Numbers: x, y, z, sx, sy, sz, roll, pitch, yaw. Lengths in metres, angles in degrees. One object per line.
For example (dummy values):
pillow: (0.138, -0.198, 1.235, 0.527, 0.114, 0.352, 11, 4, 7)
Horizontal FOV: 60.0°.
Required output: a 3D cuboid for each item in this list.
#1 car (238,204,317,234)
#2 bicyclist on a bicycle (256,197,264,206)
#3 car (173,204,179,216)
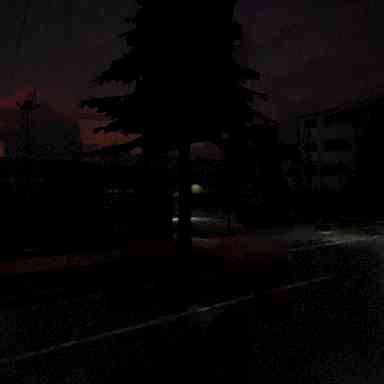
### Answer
car: (4.970, 1.499, 19.921, 1.882, 1.535, 5.008, 0, 0, -37)
bicyclist on a bicycle: (6.697, 1.321, 32.935, 1.656, 1.620, 0.582, 0, 0, -35)
car: (-2.391, 1.585, 30.278, 1.994, 1.385, 4.181, 0, 0, -35)
